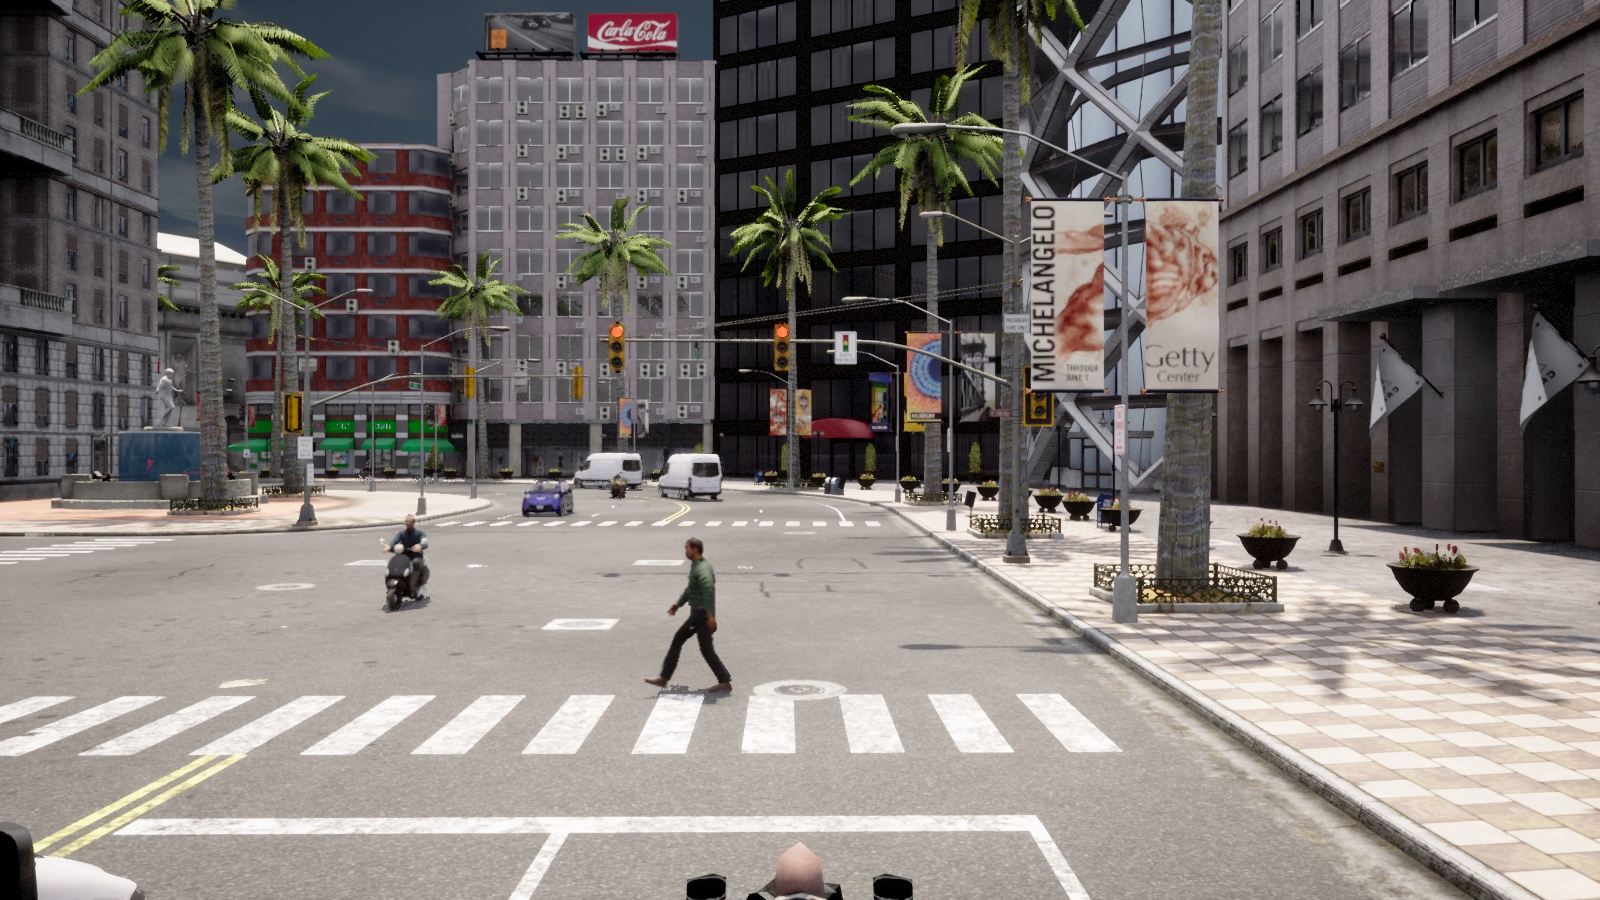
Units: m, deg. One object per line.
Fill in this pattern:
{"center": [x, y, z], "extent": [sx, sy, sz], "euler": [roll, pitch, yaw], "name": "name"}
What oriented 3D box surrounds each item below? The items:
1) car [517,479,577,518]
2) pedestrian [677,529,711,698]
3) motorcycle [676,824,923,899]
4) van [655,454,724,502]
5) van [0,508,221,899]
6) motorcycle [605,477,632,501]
{"center": [-10.684, 2.019, 48.532], "extent": [1.845, 1.501, 3.633], "euler": [0, 0, -2], "name": "car"}
{"center": [-1.205, 1.843, 12.987], "extent": [0.375, 1.860, 0.375], "euler": [0, 0, -3], "name": "pedestrian"}
{"center": [-0.001, 2.203, 3.717], "extent": [0.867, 1.251, 2.209], "euler": [0, 0, 0], "name": "motorcycle"}
{"center": [-6.337, 1.509, 64.750], "extent": [1.988, 2.561, 5.915], "euler": [0, 0, -25], "name": "van"}
{"center": [-3.507, 1.533, 1.998], "extent": [1.988, 2.561, 5.915], "euler": [0, 0, 0], "name": "van"}
{"center": [-10.276, 2.180, 64.614], "extent": [0.867, 1.251, 2.209], "euler": [-1, 0, -25], "name": "motorcycle"}
